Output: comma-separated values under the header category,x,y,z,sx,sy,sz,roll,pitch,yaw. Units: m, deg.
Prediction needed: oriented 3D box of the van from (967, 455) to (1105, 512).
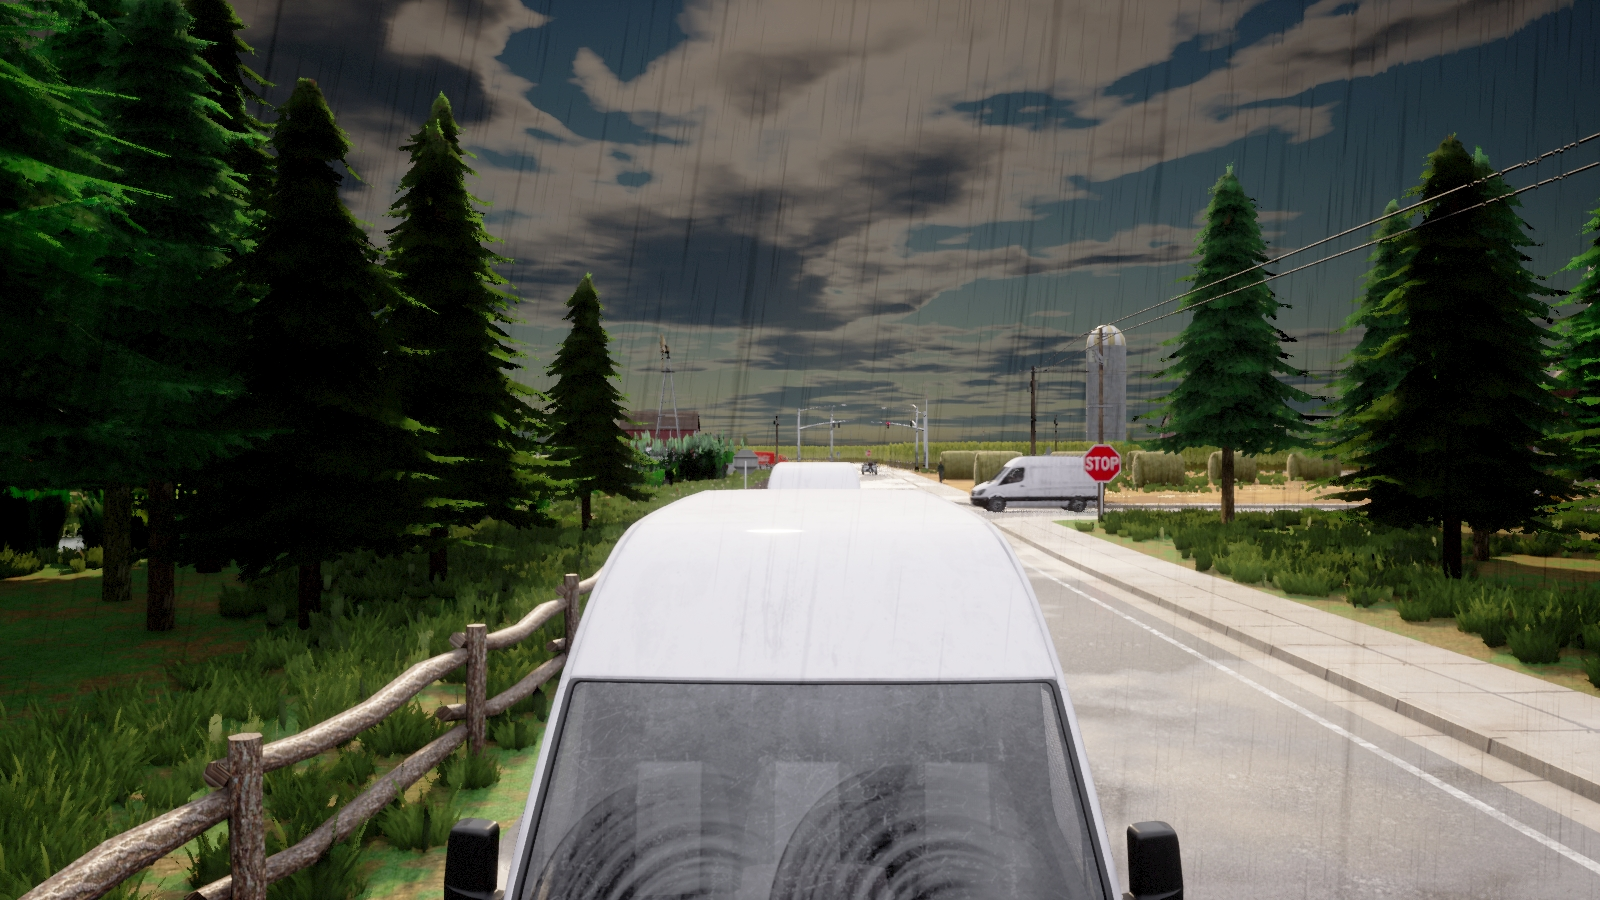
category,x,y,z,sx,sy,sz,roll,pitch,yaw
van,10.780,1.532,52.450,5.915,2.561,1.988,0,0,-2

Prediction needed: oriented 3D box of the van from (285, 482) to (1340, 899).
category,x,y,z,sx,sy,sz,roll,pitch,yaw
van,0.056,1.508,5.110,1.988,2.561,5.915,0,0,1
